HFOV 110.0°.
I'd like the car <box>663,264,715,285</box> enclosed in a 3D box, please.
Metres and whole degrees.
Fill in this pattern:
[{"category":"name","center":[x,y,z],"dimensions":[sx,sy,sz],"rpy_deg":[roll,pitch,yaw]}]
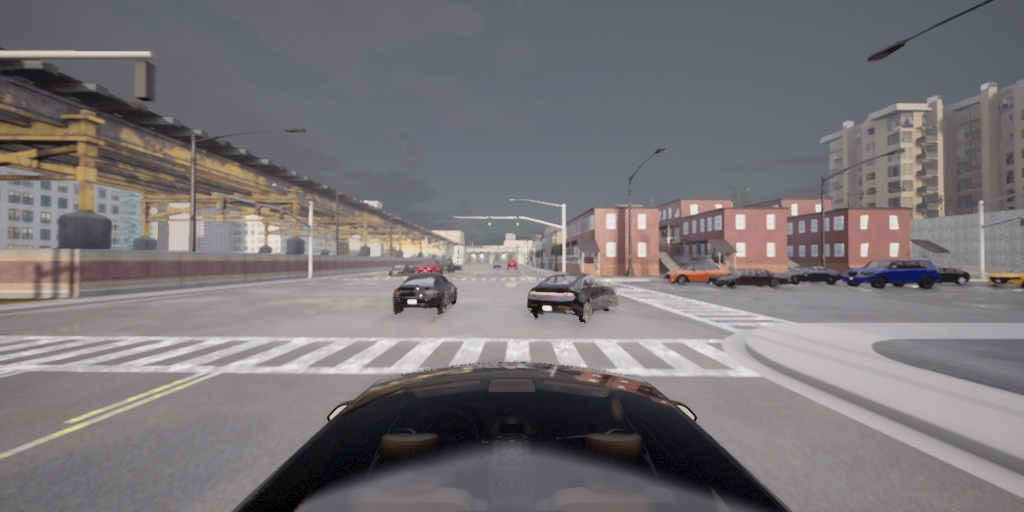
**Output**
[{"category":"car","center":[14.856,1.428,29.344],"dimensions":[4.553,1.767,2.097],"rpy_deg":[0,-1,0]}]

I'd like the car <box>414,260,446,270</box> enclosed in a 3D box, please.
[{"category":"car","center":[-10.571,1.497,46.496],"dimensions":[2.150,2.045,5.566],"rpy_deg":[0,-1,0]}]

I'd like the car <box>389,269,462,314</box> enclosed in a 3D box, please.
[{"category":"car","center":[-3.399,1.426,14.537],"dimensions":[1.812,1.442,4.674],"rpy_deg":[0,-1,0]}]

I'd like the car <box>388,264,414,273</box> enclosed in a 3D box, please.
[{"category":"car","center":[-14.075,1.791,45.621],"dimensions":[1.812,1.442,4.674],"rpy_deg":[0,-1,0]}]

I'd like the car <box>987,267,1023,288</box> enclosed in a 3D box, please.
[{"category":"car","center":[37.502,1.513,25.809],"dimensions":[5.008,1.535,1.882],"rpy_deg":[0,-1,0]}]

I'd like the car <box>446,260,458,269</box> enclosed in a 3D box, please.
[{"category":"car","center":[-10.510,1.619,56.853],"dimensions":[2.150,2.045,5.566],"rpy_deg":[0,-1,1]}]

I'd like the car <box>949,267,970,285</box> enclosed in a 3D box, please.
[{"category":"car","center":[34.280,1.582,29.328],"dimensions":[4.892,1.490,1.837],"rpy_deg":[0,-1,0]}]

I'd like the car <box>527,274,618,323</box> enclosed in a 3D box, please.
[{"category":"car","center":[2.301,1.373,12.830],"dimensions":[2.128,1.511,4.902],"rpy_deg":[-1,-1,31]}]

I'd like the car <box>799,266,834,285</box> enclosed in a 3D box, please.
[{"category":"car","center":[24.003,1.568,29.343],"dimensions":[4.902,1.511,2.128],"rpy_deg":[0,-1,0]}]

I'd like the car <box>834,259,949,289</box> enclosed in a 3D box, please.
[{"category":"car","center":[27.202,1.257,25.845],"dimensions":[5.566,2.045,2.150],"rpy_deg":[0,-1,0]}]

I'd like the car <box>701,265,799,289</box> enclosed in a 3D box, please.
[{"category":"car","center":[17.002,1.582,25.852],"dimensions":[5.357,1.411,2.033],"rpy_deg":[0,-1,0]}]

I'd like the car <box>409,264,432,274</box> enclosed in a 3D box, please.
[{"category":"car","center":[-14.021,1.927,55.332],"dimensions":[2.033,1.411,5.357],"rpy_deg":[0,-1,1]}]
